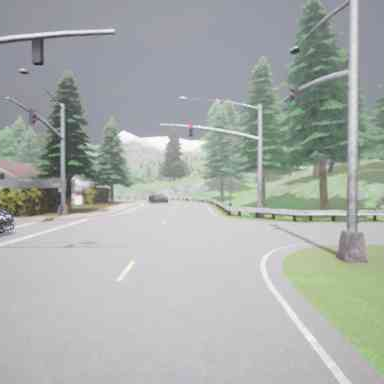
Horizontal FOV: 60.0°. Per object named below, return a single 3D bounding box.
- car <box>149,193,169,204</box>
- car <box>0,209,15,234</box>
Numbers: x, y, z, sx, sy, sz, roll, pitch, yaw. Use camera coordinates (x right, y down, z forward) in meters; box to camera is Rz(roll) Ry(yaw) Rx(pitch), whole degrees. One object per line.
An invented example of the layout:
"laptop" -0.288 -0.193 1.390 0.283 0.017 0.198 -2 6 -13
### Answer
"car" -4.334 0.829 43.376 1.994 1.385 4.181 0 1 -18
"car" -10.544 1.058 14.937 4.553 1.767 2.097 0 1 0
